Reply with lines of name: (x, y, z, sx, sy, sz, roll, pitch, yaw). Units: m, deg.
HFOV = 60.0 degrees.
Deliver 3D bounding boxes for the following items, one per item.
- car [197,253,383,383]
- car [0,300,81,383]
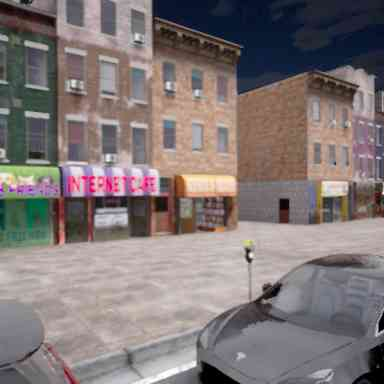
car: (2.074, 1.572, 4.305, 4.313, 1.339, 1.947, 0, -1, -36)
car: (-2.347, 1.438, 1.145, 4.097, 1.590, 1.967, 0, -1, -36)
